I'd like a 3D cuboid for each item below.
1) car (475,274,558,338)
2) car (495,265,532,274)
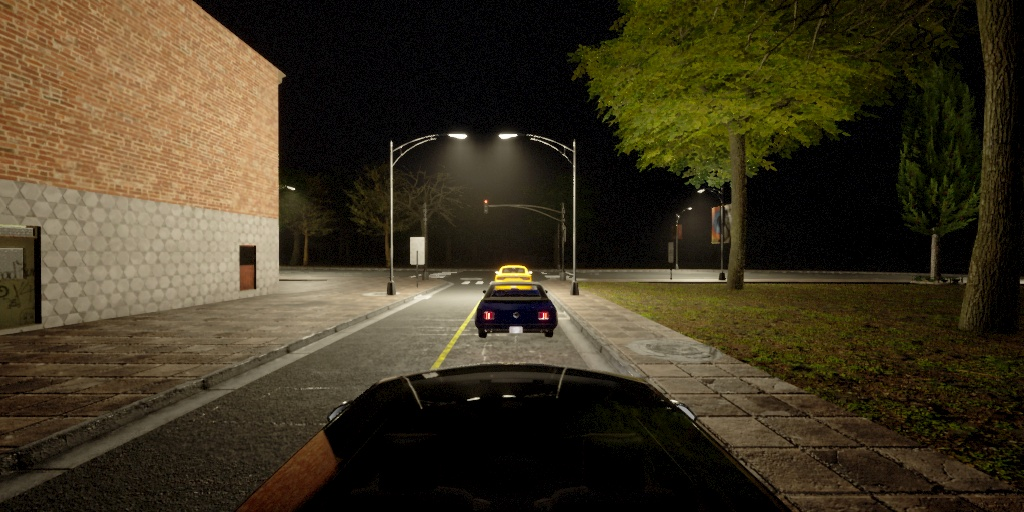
[{"bbox_3d":[0.094,1.356,10.174,1.895,1.301,4.718,0,0,0],"label":"car"},{"bbox_3d":[0.092,1.255,19.519,1.882,1.535,5.008,0,0,1],"label":"car"}]
